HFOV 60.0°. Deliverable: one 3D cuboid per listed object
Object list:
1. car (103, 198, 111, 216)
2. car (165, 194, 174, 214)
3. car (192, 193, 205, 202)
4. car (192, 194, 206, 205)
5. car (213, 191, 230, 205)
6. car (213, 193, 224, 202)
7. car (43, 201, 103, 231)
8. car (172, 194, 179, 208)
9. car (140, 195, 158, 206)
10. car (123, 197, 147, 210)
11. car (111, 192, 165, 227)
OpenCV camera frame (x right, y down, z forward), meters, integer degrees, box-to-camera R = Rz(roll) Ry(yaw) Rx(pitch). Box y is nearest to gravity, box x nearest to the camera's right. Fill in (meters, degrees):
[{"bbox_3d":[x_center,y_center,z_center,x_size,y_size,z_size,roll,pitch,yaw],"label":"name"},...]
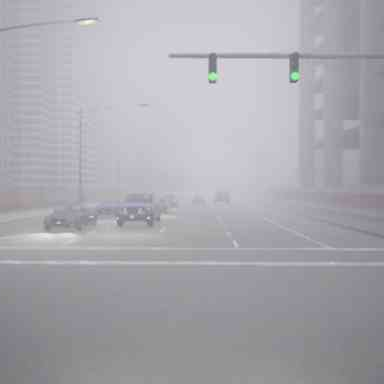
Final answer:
[{"bbox_3d":[-6.712,1.251,28.153,1.882,1.535,5.008,0,0,2],"label":"car"},{"bbox_3d":[-3.109,1.249,31.786,1.837,1.490,4.892,0,0,2],"label":"car"},{"bbox_3d":[1.194,1.012,59.582,2.128,1.511,4.902,0,0,1],"label":"car"},{"bbox_3d":[1.038,1.163,49.711,1.994,1.385,4.181,0,0,1],"label":"car"},{"bbox_3d":[4.421,0.826,49.021,2.150,2.045,5.566,0,0,1],"label":"car"},{"bbox_3d":[4.695,1.024,59.633,1.837,1.490,4.892,0,0,1],"label":"car"},{"bbox_3d":[-6.926,1.408,19.329,1.994,1.385,4.181,0,0,1],"label":"car"},{"bbox_3d":[-2.834,1.014,41.938,2.097,1.767,4.553,0,0,2],"label":"car"},{"bbox_3d":[-6.161,1.139,47.988,1.812,1.442,4.674,0,0,2],"label":"car"},{"bbox_3d":[-6.444,1.257,38.070,1.994,1.385,4.181,0,0,2],"label":"car"},{"bbox_3d":[-3.357,1.045,21.870,2.150,2.045,5.566,0,0,2],"label":"car"}]
